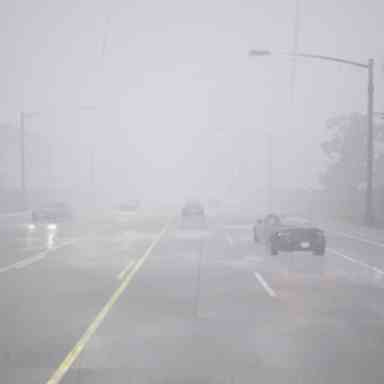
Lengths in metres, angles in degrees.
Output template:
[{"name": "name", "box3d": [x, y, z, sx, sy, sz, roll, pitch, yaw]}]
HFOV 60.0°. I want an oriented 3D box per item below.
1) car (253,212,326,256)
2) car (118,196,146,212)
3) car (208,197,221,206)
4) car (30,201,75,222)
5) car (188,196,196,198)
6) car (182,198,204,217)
[{"name": "car", "box3d": [3.598, 1.499, 12.880, 1.812, 1.442, 4.674, 0, 0, 0]}, {"name": "car", "box3d": [-7.053, 1.470, 38.347, 2.033, 1.411, 5.357, 0, 0, 0]}, {"name": "car", "box3d": [3.594, 1.439, 53.390, 2.033, 1.411, 5.357, 0, 0, 0]}, {"name": "car", "box3d": [-10.574, 1.455, 25.577, 1.837, 1.490, 4.892, 0, 0, 0]}, {"name": "car", "box3d": [0.080, 1.431, 57.171, 2.033, 1.411, 5.357, 0, 0, 0]}, {"name": "car", "box3d": [0.097, 1.502, 30.172, 1.994, 1.385, 4.181, 0, 0, 0]}]
